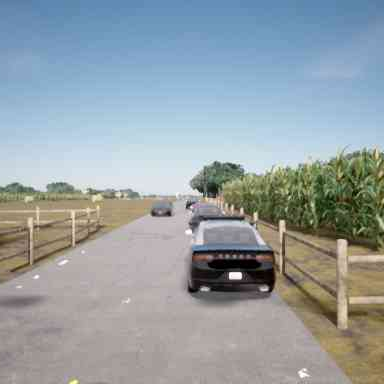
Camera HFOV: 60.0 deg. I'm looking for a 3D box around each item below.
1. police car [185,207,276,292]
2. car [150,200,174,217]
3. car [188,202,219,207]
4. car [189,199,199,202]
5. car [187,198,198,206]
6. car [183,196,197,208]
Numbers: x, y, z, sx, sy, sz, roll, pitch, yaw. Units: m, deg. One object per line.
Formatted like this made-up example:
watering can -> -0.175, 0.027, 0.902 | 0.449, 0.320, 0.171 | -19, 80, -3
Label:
police car -> 0.848, 1.428, 9.041 | 1.930, 1.638, 5.238 | 0, 0, 0
car -> -2.767, 1.524, 31.494 | 1.882, 1.535, 5.008 | 0, 0, 0
car -> 0.875, 1.521, 18.934 | 1.837, 1.490, 4.892 | 0, 0, 0
car -> 0.891, 1.506, 24.934 | 1.882, 1.535, 5.008 | 0, 0, 0
car -> 0.158, 1.775, 59.377 | 1.895, 1.301, 4.718 | 0, 0, 0
car -> 0.131, 1.581, 45.582 | 1.882, 1.535, 5.008 | 0, 0, 0
